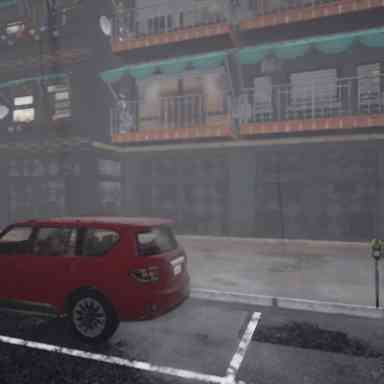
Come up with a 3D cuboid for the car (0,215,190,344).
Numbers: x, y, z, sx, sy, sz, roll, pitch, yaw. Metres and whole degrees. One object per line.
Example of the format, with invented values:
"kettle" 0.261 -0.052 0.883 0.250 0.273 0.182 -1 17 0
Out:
"car" -2.496 1.371 6.309 5.009 1.841 2.192 0 -1 19
